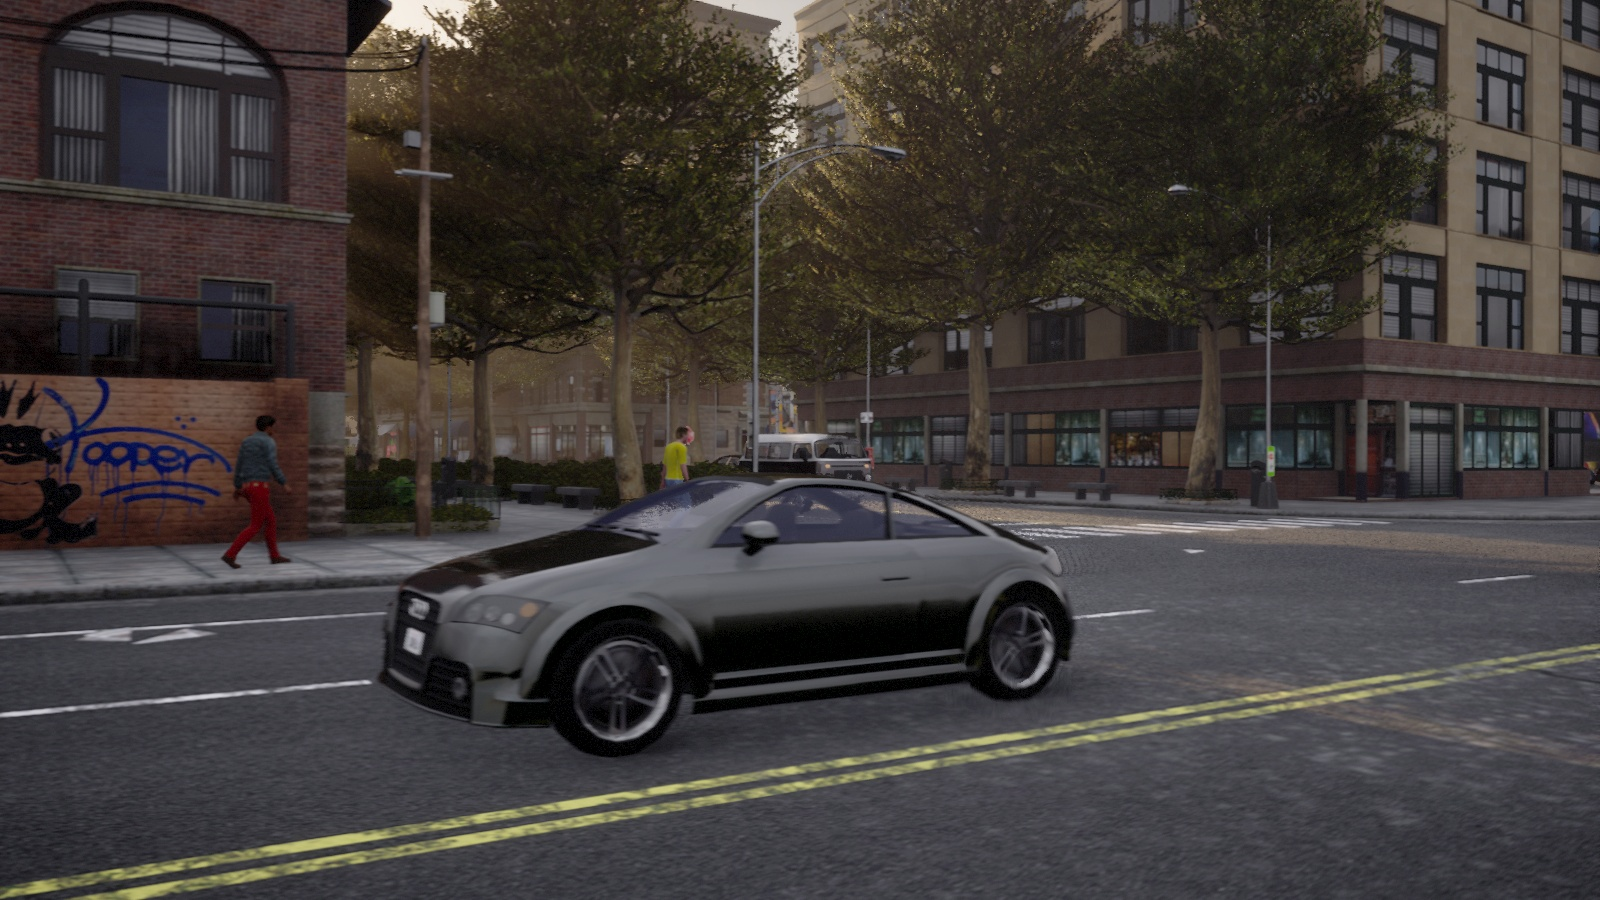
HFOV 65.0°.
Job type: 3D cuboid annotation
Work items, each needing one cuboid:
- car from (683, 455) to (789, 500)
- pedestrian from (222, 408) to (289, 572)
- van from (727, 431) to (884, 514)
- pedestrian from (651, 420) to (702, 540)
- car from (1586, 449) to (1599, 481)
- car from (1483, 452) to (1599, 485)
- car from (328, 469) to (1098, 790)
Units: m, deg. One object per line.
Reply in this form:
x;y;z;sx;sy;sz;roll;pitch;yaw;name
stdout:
-2.257;0.897;43.243;1.816;1.474;4.193;0;0;-32;car
-6.307;0.452;14.546;0.353;1.847;0.614;0;0;37;pedestrian
0.064;0.576;33.126;2.069;2.038;4.480;0;-1;-32;van
-1.927;0.465;19.550;0.706;1.836;0.354;0;0;-32;pedestrian
43.126;0.765;64.049;2.242;1.667;4.611;0;0;-32;car
35.816;0.860;60.727;2.007;1.525;4.514;0;0;-32;car
-0.443;0.833;7.570;4.181;1.385;1.994;0;0;-32;car
